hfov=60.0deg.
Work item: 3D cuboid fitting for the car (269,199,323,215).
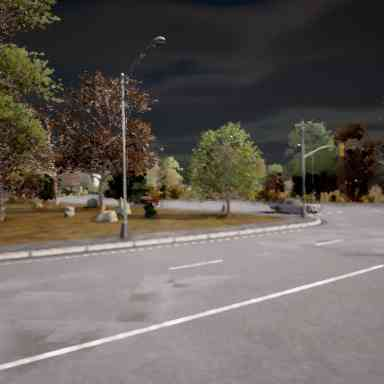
[{"bbox_3d":[9.524,1.315,30.587,1.895,1.301,4.718,-2,1,-38],"label":"car"}]

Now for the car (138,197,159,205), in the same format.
[{"bbox_3d":[-6.946,1.372,51.284,1.895,1.301,4.718,-2,1,-39],"label":"car"}]
